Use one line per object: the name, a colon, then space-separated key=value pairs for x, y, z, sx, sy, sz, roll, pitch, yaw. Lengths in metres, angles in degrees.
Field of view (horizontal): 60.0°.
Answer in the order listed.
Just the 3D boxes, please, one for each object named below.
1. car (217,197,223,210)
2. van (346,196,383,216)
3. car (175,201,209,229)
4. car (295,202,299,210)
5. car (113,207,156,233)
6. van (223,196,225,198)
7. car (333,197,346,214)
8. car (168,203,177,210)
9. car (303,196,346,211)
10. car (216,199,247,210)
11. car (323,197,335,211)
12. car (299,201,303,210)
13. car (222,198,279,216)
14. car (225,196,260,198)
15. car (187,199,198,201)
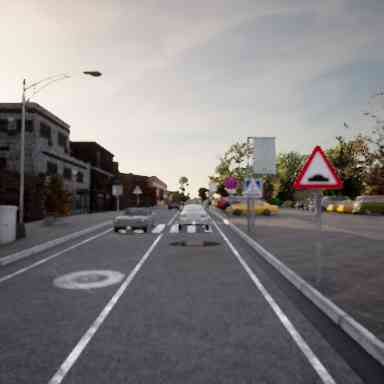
car: x=6.216 y=1.640 z=46.121 sx=5.566 sy=2.045 sz=2.435 roll=0 pitch=-2 yaw=-1
van: x=18.443 y=1.385 z=33.421 sx=4.442 sy=1.987 sz=1.878 roll=0 pitch=-1 yaw=0
car: x=0.102 y=1.540 z=21.434 sx=1.812 sy=1.442 sz=4.674 roll=0 pitch=0 yaw=0
car: x=18.379 y=1.763 z=50.053 sx=5.566 sy=2.045 sz=2.435 roll=0 pitch=-2 yaw=-1
car: x=-3.345 y=1.612 z=19.876 sx=1.895 sy=1.301 sz=4.718 roll=0 pitch=0 yaw=0
van: x=6.358 y=1.510 z=39.931 sx=4.442 sy=1.987 sz=1.878 roll=0 pitch=-1 yaw=0
car: x=18.724 y=1.658 z=36.213 sx=5.366 sy=1.575 sz=1.946 roll=0 pitch=-1 yaw=0
car: x=-3.378 y=2.715 z=62.293 sx=1.895 sy=1.301 sz=4.718 roll=0 pitch=-3 yaw=0
car: x=18.446 y=1.599 z=44.594 sx=5.566 sy=2.045 sz=2.435 roll=0 pitch=-2 yaw=-1
car: x=6.145 y=1.948 z=52.068 sx=4.553 sy=1.767 sz=2.185 roll=0 pitch=-2 yaw=-1
car: x=18.704 y=1.711 z=38.874 sx=5.366 sy=1.575 sz=1.946 roll=0 pitch=-1 yaw=0
car: x=18.434 y=1.933 z=47.378 sx=4.892 sy=1.521 sz=2.231 roll=0 pitch=-2 yaw=-1
car: x=6.103 y=1.615 z=33.970 sx=5.366 sy=1.575 sz=1.946 roll=0 pitch=-1 yaw=0
car: x=6.296 y=1.544 z=36.892 sx=4.553 sy=1.767 sz=2.185 roll=0 pitch=-1 yaw=0
car: x=0.066 y=1.599 z=39.186 sx=2.097 sy=1.767 sz=4.553 roll=0 pitch=-1 yaw=0
